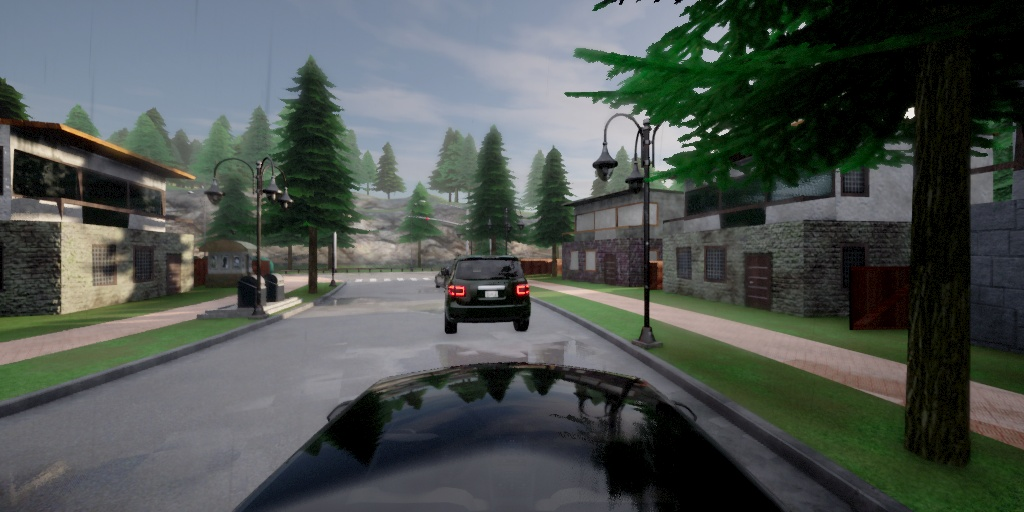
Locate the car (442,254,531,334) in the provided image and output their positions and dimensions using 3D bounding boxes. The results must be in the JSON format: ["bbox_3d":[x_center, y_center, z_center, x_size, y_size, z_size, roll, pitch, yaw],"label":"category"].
[{"bbox_3d":[-0.937,0.971,10.895,2.150,2.045,5.566,0,0,-10],"label":"car"}]

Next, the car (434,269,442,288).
[{"bbox_3d":[-3.324,1.297,21.098,2.033,1.411,5.357,0,0,-21],"label":"car"}]
